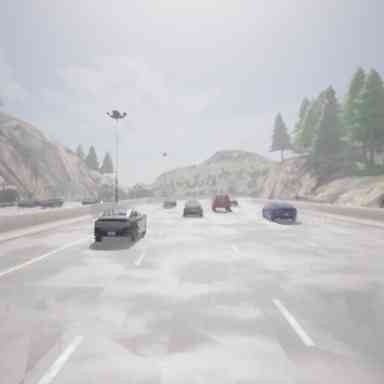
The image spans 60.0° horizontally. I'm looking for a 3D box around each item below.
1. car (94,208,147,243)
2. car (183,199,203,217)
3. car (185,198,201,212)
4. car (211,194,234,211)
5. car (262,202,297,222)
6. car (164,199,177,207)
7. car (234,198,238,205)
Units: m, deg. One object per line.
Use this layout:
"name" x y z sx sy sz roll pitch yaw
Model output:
"car" -3.403 1.531 16.463 2.128 1.511 4.902 0 0 0
"car" 0.095 1.641 32.486 1.994 1.385 4.181 0 0 0
"car" 0.096 1.577 42.035 1.882 1.535 5.008 0 0 0
"car" 3.592 1.322 41.754 2.150 2.045 5.566 0 0 0
"car" 7.098 1.543 27.376 1.882 1.535 5.008 0 0 0
"car" -3.403 1.726 52.950 1.895 1.301 4.718 0 0 0
"car" 7.105 1.745 60.823 1.895 1.301 4.718 0 0 0
